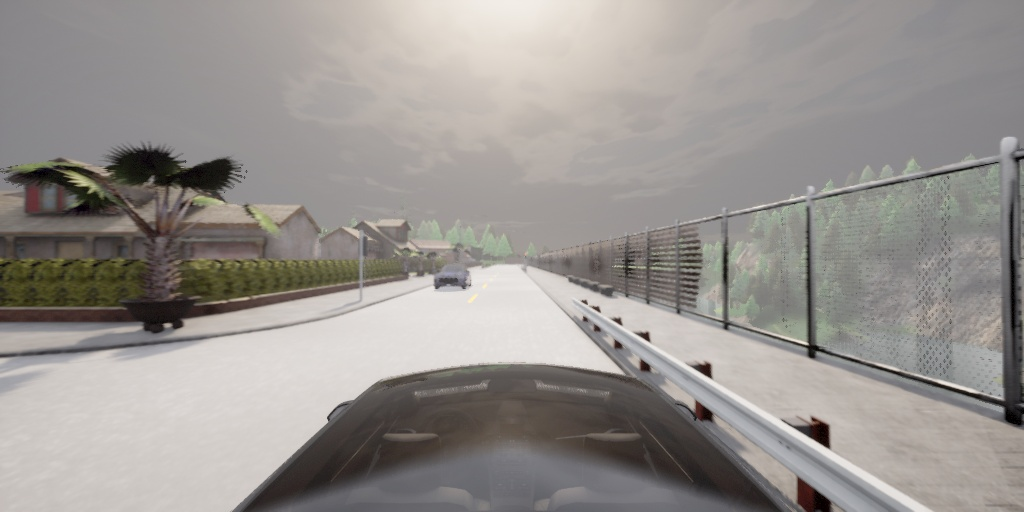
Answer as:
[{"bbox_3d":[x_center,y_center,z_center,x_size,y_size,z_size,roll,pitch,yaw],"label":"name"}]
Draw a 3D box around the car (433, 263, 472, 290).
[{"bbox_3d":[-4.003,1.307,24.841,2.097,1.767,4.553,0,-1,0],"label":"car"}]
